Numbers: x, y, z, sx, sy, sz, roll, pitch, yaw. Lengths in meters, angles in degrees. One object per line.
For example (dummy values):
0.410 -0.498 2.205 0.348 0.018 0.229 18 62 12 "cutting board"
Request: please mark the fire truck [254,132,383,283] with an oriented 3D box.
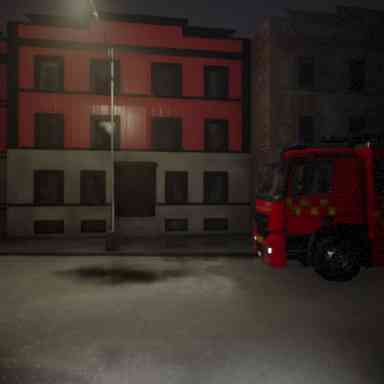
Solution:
6.192 0.338 9.490 8.468 3.827 2.891 0 0 1 "fire truck"
